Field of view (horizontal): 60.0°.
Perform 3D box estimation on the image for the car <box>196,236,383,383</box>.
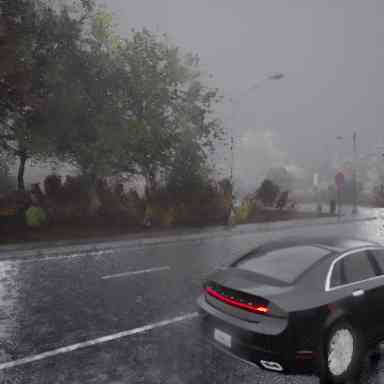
[{"bbox_3d":[2.340,1.483,5.407,4.892,1.490,1.837,-1,0,-35],"label":"car"}]
